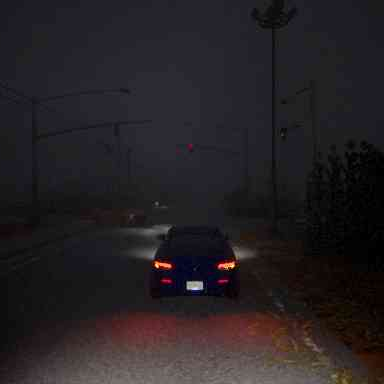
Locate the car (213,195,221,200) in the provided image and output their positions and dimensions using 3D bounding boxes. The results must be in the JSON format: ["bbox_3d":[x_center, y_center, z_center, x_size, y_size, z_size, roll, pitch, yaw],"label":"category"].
[{"bbox_3d":[5.582,1.226,72.955,1.895,1.301,4.718,0,-2,8],"label":"car"}]

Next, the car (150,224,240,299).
[{"bbox_3d":[0.073,1.526,8.313,1.812,1.442,4.674,0,0,1],"label":"car"}]

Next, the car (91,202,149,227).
[{"bbox_3d":[-5.002,1.481,22.852,5.008,1.535,1.882,0,-2,43],"label":"car"}]
